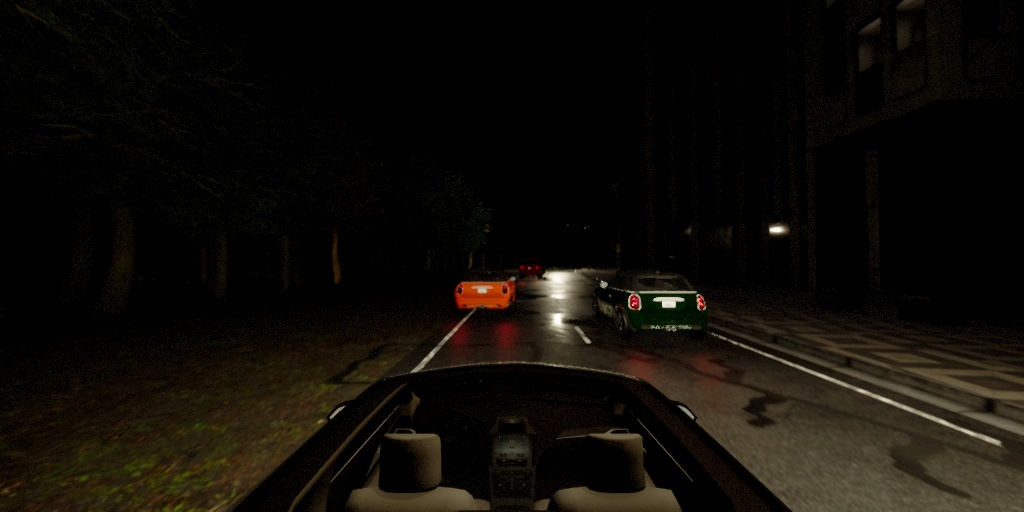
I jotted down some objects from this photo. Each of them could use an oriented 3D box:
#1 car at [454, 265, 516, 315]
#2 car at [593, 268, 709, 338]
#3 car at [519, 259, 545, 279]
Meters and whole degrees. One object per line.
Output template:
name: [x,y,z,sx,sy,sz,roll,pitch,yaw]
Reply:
car: [-0.943,1.241,14.534,2.097,1.767,4.553,0,-1,2]
car: [3.800,1.202,10.672,2.097,1.767,4.553,0,-1,2]
car: [2.031,1.305,37.529,2.150,2.045,5.566,0,-1,8]
